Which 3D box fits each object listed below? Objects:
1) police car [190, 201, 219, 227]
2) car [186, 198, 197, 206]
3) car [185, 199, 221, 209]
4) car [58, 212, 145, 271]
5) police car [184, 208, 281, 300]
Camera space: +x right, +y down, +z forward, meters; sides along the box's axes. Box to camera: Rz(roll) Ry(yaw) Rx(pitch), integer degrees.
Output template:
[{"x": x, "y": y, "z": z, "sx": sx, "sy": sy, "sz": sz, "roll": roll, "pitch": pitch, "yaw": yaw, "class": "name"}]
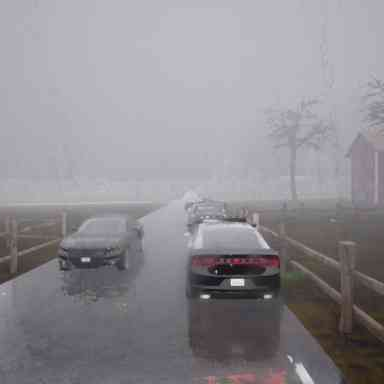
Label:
[{"x": 0.806, "y": 1.502, "z": 24.595, "sx": 1.930, "sy": 1.638, "sz": 5.238, "roll": 0, "pitch": 0, "yaw": 0, "class": "police car"}, {"x": -0.046, "y": 1.837, "z": 59.519, "sx": 1.895, "sy": 1.301, "sz": 4.718, "roll": 0, "pitch": 0, "yaw": 0, "class": "car"}, {"x": 0.809, "y": 1.394, "z": 18.453, "sx": 2.097, "sy": 1.767, "sz": 4.553, "roll": 0, "pitch": 0, "yaw": 0, "class": "car"}, {"x": -2.760, "y": 1.491, "z": 11.129, "sx": 1.882, "sy": 1.535, "sz": 5.008, "roll": 0, "pitch": 0, "yaw": 0, "class": "car"}, {"x": 0.818, "y": 1.432, "z": 8.587, "sx": 1.930, "sy": 1.638, "sz": 5.238, "roll": 0, "pitch": 0, "yaw": 0, "class": "police car"}]
